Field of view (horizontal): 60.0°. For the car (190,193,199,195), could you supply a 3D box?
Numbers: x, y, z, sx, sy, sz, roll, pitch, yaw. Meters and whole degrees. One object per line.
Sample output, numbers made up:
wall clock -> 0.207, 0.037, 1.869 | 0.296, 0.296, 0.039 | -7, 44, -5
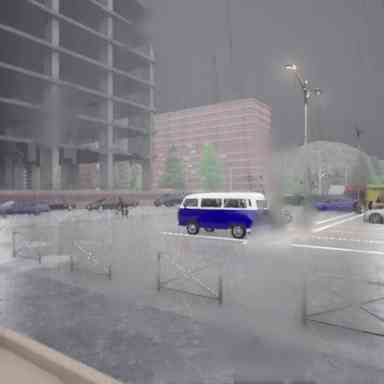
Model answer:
car -> -0.434, 1.257, 58.075 | 2.150, 2.045, 5.566 | 0, 0, 35

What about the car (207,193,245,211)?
car -> 4.944, 1.163, 47.411 | 2.150, 2.045, 5.566 | 0, 0, 36

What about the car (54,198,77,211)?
car -> -15.297, 1.431, 37.159 | 2.128, 1.511, 4.902 | 0, 0, 35

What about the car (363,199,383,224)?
car -> 13.270, 1.395, 21.463 | 3.806, 1.475, 1.970 | 0, 0, 36

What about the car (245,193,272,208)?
car -> 11.046, 1.433, 56.138 | 2.128, 1.511, 4.902 | 0, 0, 35

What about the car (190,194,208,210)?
car -> 2.268, 1.432, 49.675 | 2.128, 1.511, 4.902 | 0, 0, 36

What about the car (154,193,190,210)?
car -> -3.154, 1.163, 48.279 | 2.150, 2.045, 5.566 | 0, 0, 35

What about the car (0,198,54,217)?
car -> -15.837, 1.487, 30.320 | 2.033, 1.411, 5.357 | 0, 0, 35

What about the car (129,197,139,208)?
car -> -9.376, 1.430, 45.546 | 2.128, 1.511, 4.902 | 0, 0, 35

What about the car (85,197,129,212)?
car -> -10.015, 1.445, 38.577 | 1.837, 1.490, 4.892 | 0, 0, 35

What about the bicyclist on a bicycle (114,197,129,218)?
bicyclist on a bicycle -> -5.482, 1.245, 25.945 | 1.656, 1.620, 0.582 | 0, 0, 35
